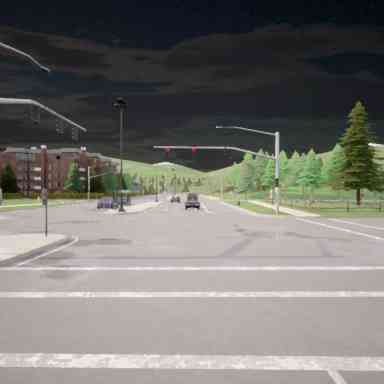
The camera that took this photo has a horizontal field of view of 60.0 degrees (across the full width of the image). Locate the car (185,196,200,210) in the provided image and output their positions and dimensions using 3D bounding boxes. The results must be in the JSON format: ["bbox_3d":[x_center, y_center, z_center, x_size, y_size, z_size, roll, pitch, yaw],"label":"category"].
[{"bbox_3d":[0.061,1.601,43.533,1.895,1.301,4.718,0,0,0],"label":"car"}]

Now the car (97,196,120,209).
[{"bbox_3d":[-11.490,1.352,45.661,2.097,1.767,4.553,0,0,1],"label":"car"}]

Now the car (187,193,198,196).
[{"bbox_3d":[0.097,1.221,68.969,2.150,2.045,5.566,0,0,0],"label":"car"}]

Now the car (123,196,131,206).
[{"bbox_3d":[-11.466,1.505,55.931,1.837,1.490,4.892,0,0,1],"label":"car"}]

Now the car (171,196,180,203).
[{"bbox_3d":[-3.403,1.491,68.942,2.128,1.511,4.902,0,0,0],"label":"car"}]
